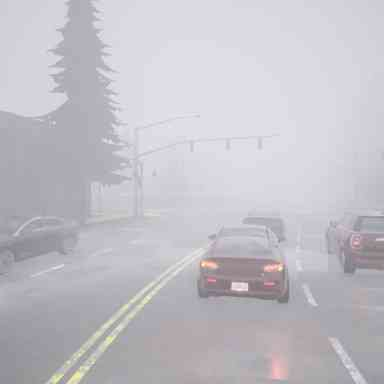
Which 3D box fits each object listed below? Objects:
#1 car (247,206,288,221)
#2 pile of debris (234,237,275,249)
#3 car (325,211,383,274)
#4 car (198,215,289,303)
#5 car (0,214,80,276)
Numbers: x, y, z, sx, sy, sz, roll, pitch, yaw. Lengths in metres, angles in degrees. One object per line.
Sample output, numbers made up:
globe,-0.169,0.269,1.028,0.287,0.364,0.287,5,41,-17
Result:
car,3.827,1.478,17.116,1.882,1.535,5.008,0,0,18
pile of debris,2.728,2.175,14.287,1.500,0.140,1.860,0,0,18
car,5.539,1.351,10.410,2.097,1.767,4.553,0,0,15
car,1.323,1.526,8.200,1.812,1.442,4.674,0,0,12
car,-5.534,1.491,10.595,2.128,1.511,4.902,0,0,14
